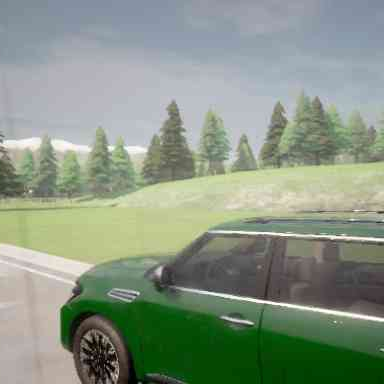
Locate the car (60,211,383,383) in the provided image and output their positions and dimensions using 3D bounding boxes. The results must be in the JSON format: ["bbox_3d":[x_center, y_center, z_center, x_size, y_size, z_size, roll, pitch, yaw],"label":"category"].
[{"bbox_3d":[1.034,1.224,3.434,5.566,2.045,2.150,0,0,34],"label":"car"}]
